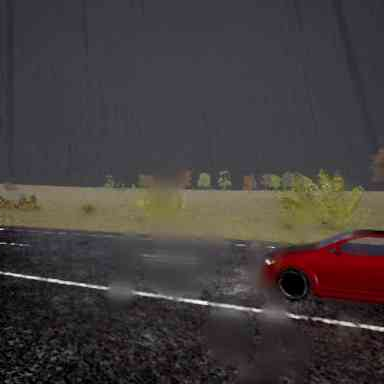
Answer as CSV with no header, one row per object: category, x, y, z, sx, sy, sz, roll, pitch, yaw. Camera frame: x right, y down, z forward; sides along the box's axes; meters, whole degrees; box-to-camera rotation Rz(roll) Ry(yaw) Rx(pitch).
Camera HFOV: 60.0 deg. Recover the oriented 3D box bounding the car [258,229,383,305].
car,3.537,1.494,6.981,4.181,1.385,1.994,0,0,24
